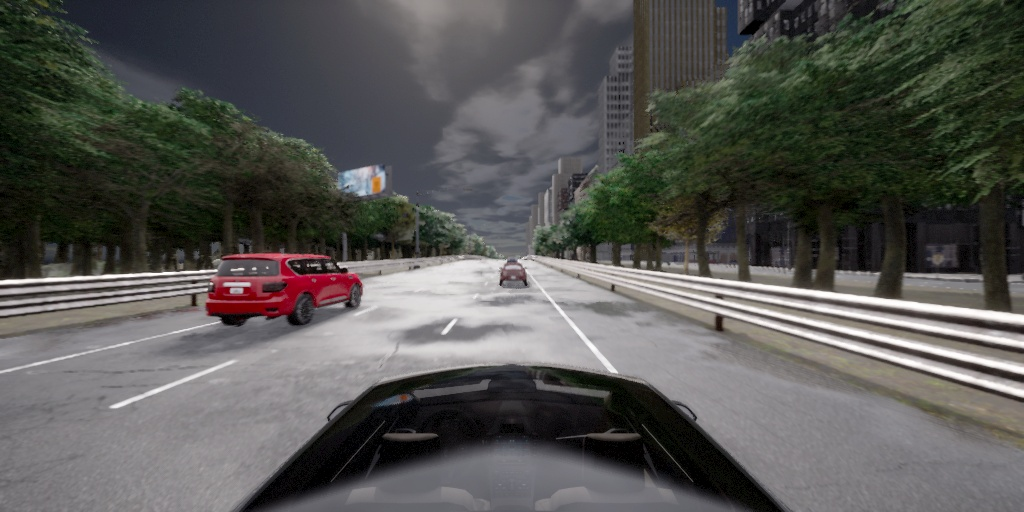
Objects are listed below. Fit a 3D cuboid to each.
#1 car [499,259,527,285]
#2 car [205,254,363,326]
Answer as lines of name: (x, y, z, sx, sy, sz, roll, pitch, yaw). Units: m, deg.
car: (0.087, 1.179, 24.927, 1.812, 1.442, 4.674, 0, 1, 0)
car: (-6.903, 0.957, 11.666, 2.150, 2.045, 5.566, 0, 0, 0)
